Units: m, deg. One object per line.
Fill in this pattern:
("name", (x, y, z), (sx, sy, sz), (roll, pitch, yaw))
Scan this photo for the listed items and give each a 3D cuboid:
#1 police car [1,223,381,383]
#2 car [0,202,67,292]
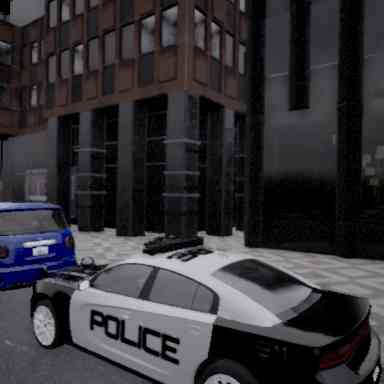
("police car", (-0.376, 1.458, 4.647), (5.238, 1.638, 1.930), (0, 0, 36))
("car", (-5.146, 1.256, 8.152), (5.566, 2.045, 2.150), (0, 0, 36))
